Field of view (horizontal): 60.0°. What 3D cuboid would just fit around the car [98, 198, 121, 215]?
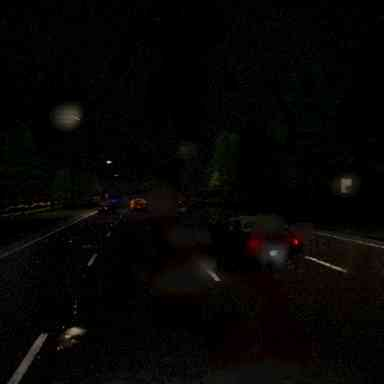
[{"bbox_3d":[-9.555,1.771,37.715,2.033,1.411,5.357,-2,0,-10],"label":"car"}]

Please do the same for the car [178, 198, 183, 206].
[{"bbox_3d":[-1.633,1.593,53.223,1.895,1.301,4.718,-2,0,-10],"label":"car"}]

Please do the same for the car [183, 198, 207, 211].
[{"bbox_3d":[0.501,1.423,41.193,1.882,1.535,5.008,-2,0,-9],"label":"car"}]

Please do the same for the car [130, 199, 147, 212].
[{"bbox_3d":[-6.703,1.619,41.830,1.882,1.535,5.008,-2,0,-9],"label":"car"}]

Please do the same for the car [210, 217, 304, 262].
[{"bbox_3d":[2.002,1.534,11.934,1.895,1.301,4.718,-2,0,-11],"label":"car"}]

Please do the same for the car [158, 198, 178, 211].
[{"bbox_3d":[-3.304,1.649,42.717,1.895,1.301,4.718,-2,0,-10],"label":"car"}]

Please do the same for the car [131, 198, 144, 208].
[{"bbox_3d":[-8.536,1.745,52.110,1.994,1.385,4.181,-2,0,-10],"label":"car"}]

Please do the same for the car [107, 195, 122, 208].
[{"bbox_3d":[-11.843,1.495,50.651,2.150,2.045,5.566,-2,0,-10],"label":"car"}]
